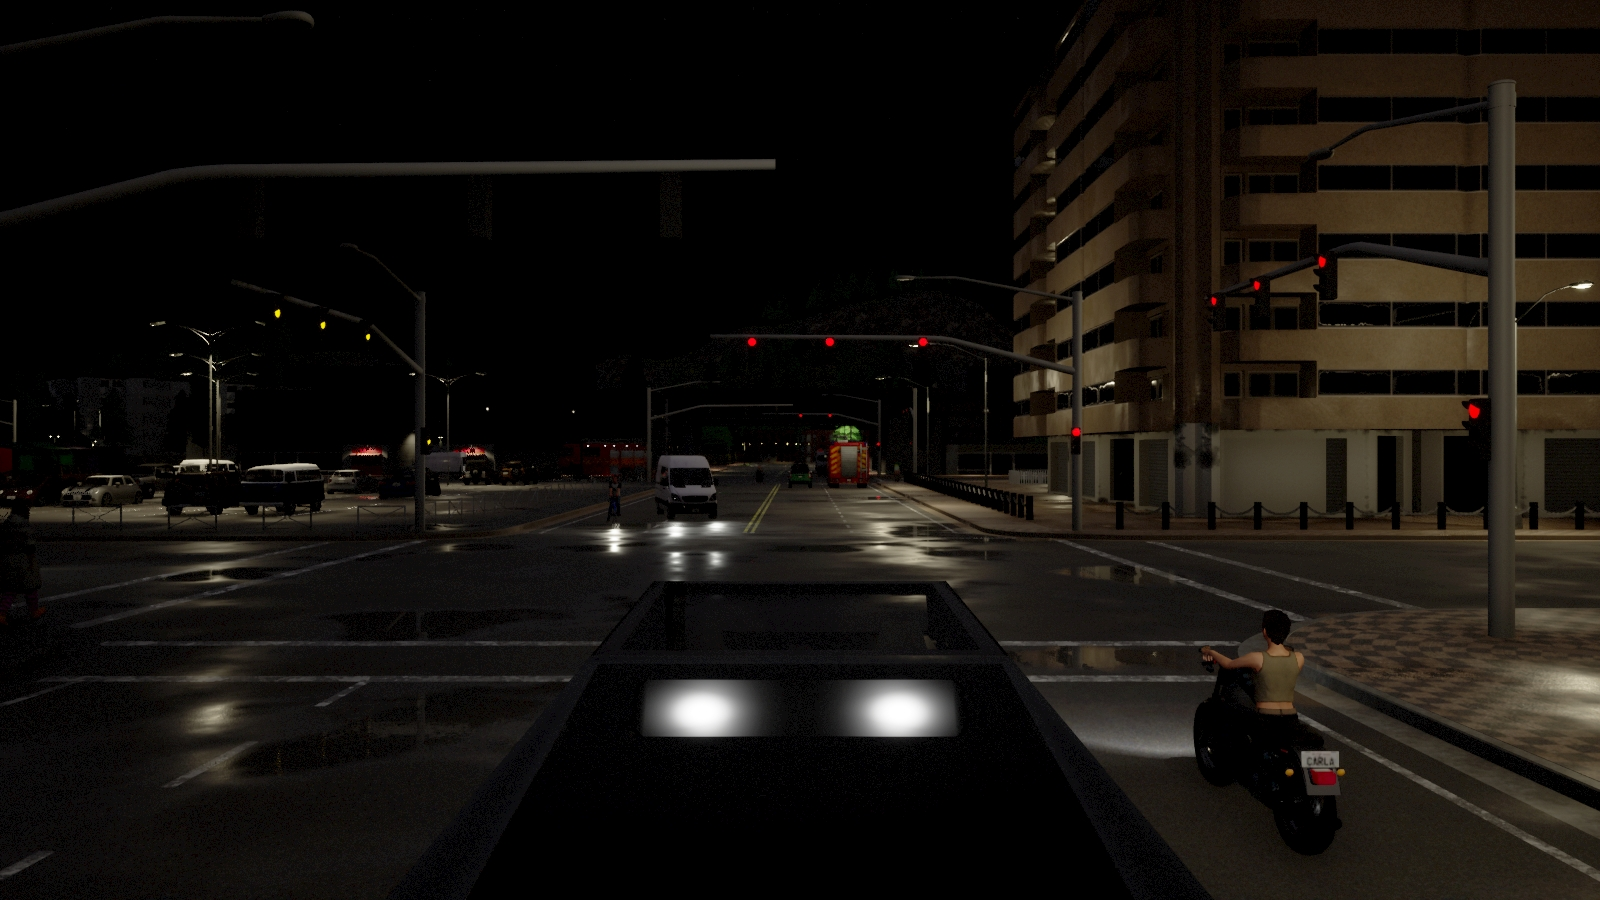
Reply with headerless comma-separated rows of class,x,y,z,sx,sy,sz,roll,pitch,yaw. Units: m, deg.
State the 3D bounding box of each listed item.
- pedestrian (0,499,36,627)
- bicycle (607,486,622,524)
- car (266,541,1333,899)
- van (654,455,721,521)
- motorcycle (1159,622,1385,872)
pedestrian,-11.586,1.657,16.853,0.375,1.860,0.375,0,0,0
bicycle,-7.113,2.096,43.847,0.373,1.385,1.643,0,0,-1
car,0.000,1.751,5.696,2.390,2.098,6.274,0,0,0
van,-4.814,1.517,48.008,1.988,2.561,5.915,0,0,-14
motorcycle,3.502,2.151,8.762,0.764,1.307,2.356,0,0,0
